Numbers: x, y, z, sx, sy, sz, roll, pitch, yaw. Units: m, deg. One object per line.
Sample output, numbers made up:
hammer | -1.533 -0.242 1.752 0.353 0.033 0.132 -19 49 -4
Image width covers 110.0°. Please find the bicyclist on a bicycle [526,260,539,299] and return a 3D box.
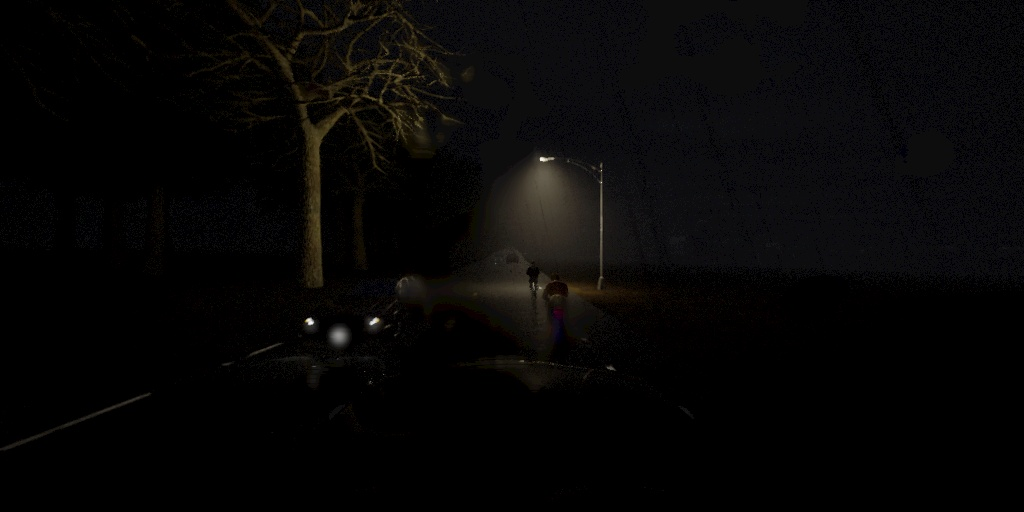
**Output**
bicyclist on a bicycle | 0.962 1.071 16.371 0.659 1.776 1.843 0 1 0

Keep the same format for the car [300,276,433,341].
car | -3.603 1.278 10.132 2.033 1.411 5.357 0 0 0

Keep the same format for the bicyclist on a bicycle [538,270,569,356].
bicyclist on a bicycle | 0.962 1.192 7.692 0.582 1.620 1.656 0 0 0
